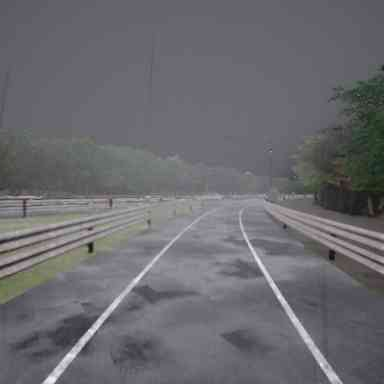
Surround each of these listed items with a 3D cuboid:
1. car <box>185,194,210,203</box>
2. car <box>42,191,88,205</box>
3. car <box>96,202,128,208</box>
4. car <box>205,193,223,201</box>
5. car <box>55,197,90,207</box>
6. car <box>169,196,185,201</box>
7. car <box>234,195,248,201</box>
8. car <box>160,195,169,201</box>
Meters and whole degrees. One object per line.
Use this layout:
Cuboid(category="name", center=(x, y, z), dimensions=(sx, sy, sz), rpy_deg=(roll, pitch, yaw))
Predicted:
Cuboid(category="car", center=(1.144, 1.572, 68.102), dimensions=(2.033, 1.411, 5.357), rpy_deg=(1, 0, 25))
Cuboid(category="car", center=(-15.627, 0.965, 40.682), dimensions=(2.150, 2.045, 5.566), rpy_deg=(1, 0, 25))
Cuboid(category="car", center=(-10.342, 1.417, 43.702), dimensions=(1.895, 1.301, 4.718), rpy_deg=(1, 0, 25))
Cuboid(category="car", center=(6.187, 1.357, 87.032), dimensions=(2.150, 2.045, 5.566), rpy_deg=(1, 0, 25))
Cuboid(category="car", center=(-16.675, 1.352, 46.685), dimensions=(1.895, 1.301, 4.718), rpy_deg=(1, 0, 25))
Cuboid(category="car", center=(-2.042, 1.539, 69.554), dimensions=(2.033, 1.411, 5.357), rpy_deg=(1, 0, 25))
Cuboid(category="car", center=(13.590, 1.767, 94.547), dimensions=(2.033, 1.411, 5.357), rpy_deg=(1, 0, 25))
Cuboid(category="car", center=(-5.205, 1.484, 71.053), dimensions=(2.128, 1.511, 4.902), rpy_deg=(1, 0, 25))
